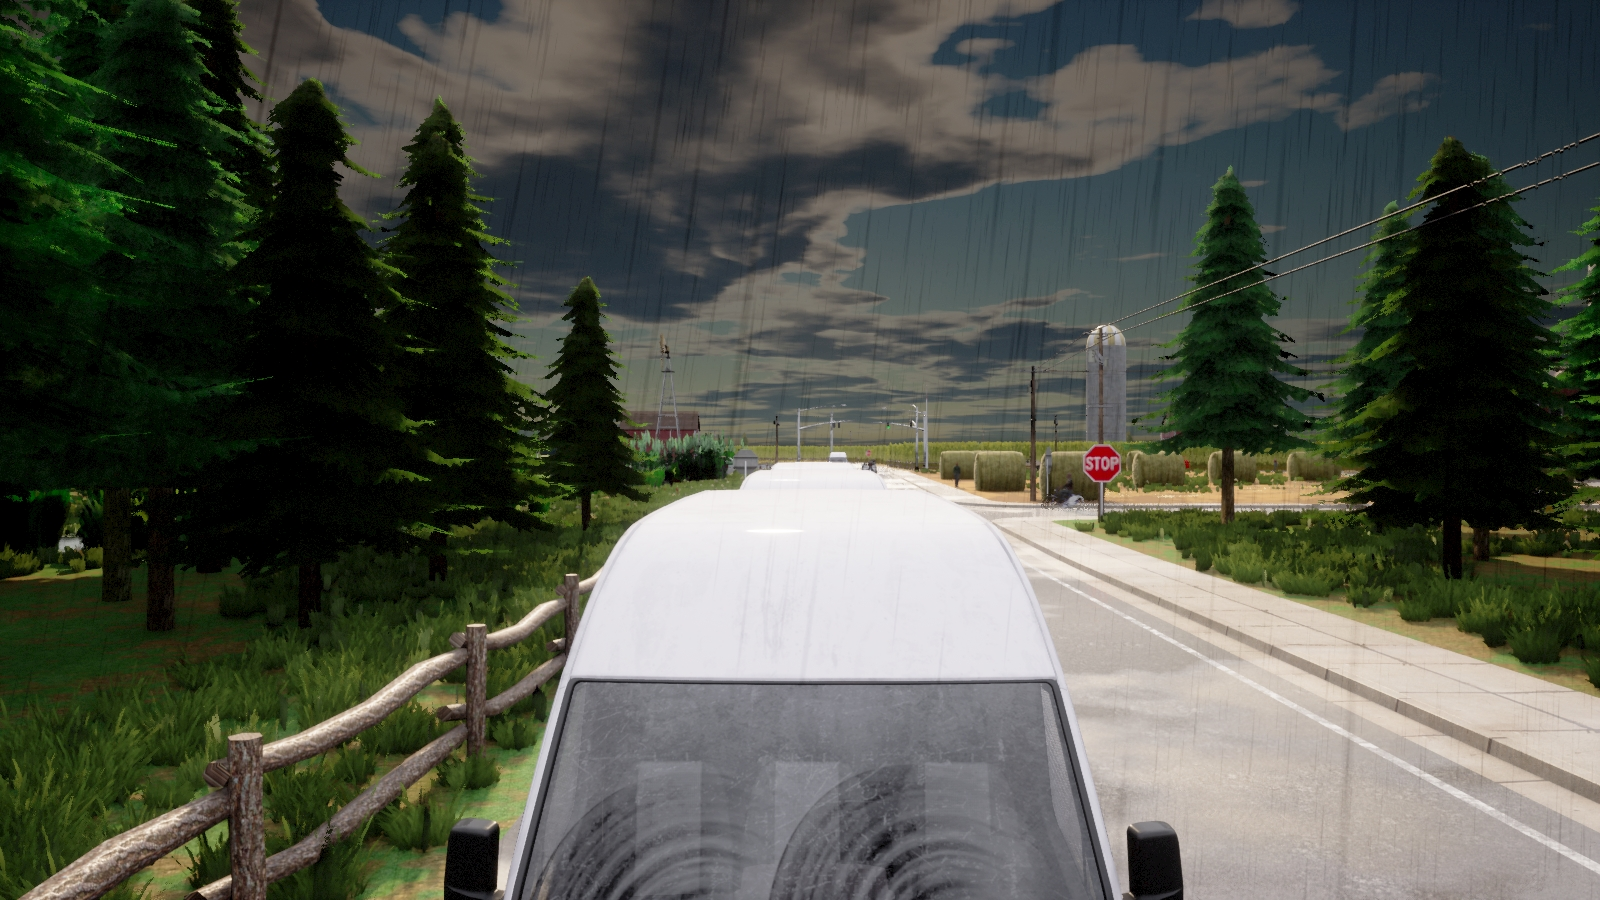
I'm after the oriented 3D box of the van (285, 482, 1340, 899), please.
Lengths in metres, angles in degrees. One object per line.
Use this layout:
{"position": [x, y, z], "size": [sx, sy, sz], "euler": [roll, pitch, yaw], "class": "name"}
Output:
{"position": [0.056, 1.508, 5.110], "size": [1.988, 2.561, 5.915], "euler": [0, 0, 1], "class": "van"}
